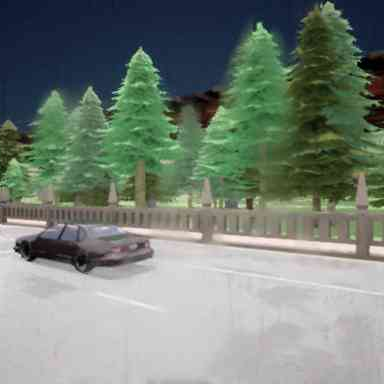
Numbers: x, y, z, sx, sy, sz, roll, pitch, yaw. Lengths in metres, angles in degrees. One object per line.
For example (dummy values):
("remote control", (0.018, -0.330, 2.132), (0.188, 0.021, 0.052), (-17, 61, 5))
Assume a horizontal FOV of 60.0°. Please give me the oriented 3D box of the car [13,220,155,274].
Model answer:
("car", (-3.707, 1.635, 10.916), (5.357, 1.411, 2.033), (-1, 0, 36))
